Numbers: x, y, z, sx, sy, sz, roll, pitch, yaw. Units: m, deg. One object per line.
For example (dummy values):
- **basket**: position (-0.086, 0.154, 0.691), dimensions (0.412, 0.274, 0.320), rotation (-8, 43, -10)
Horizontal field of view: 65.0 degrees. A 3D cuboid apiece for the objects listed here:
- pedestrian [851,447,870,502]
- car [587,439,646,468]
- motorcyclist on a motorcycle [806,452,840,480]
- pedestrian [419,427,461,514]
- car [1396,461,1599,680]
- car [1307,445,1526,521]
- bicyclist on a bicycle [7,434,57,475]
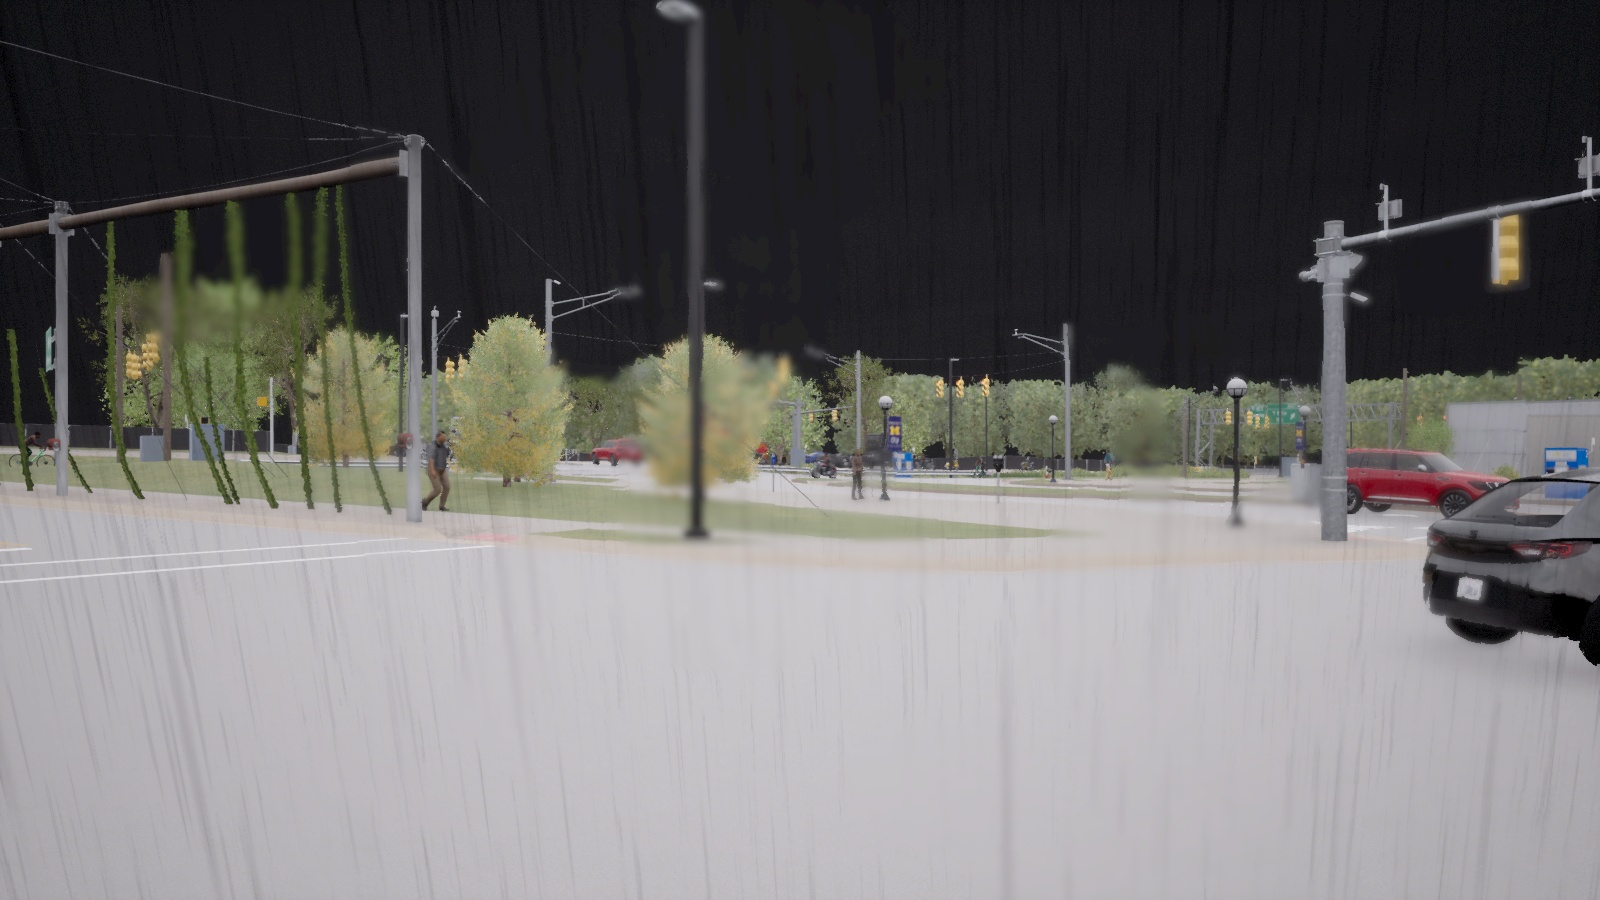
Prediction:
- **pedestrian**: position (2.056, 0.822, 42.819), dimensions (0.331, 1.846, 0.634), rotation (0, 0, -34)
- **car**: position (-14.277, 0.276, 97.523), dimensions (2.150, 2.045, 5.566), rotation (2, 0, -35)
- **motorcyclist on a motorcycle**: position (1.397, 0.933, 74.878), dimensions (0.766, 1.649, 2.350), rotation (1, 0, 38)
- **pedestrian**: position (-7.787, 0.438, 27.147), dimensions (0.694, 1.848, 0.540), rotation (0, 0, 30)
- **car**: position (7.125, 0.819, 9.727), dimensions (4.193, 1.474, 1.816), rotation (-1, -1, -7)
- **car**: position (18.649, 0.938, 38.240), dimensions (2.150, 2.045, 5.566), rotation (0, 1, -38)
- **bicyclist on a bicycle**: position (-31.453, 0.189, 51.429), dimensions (1.656, 1.620, 0.582), rotation (2, -1, -34)
